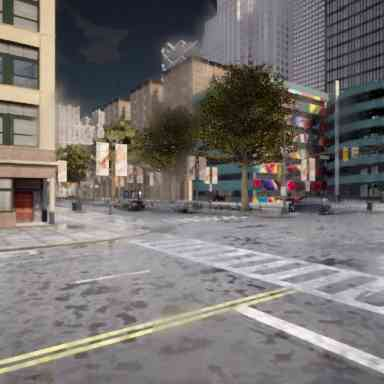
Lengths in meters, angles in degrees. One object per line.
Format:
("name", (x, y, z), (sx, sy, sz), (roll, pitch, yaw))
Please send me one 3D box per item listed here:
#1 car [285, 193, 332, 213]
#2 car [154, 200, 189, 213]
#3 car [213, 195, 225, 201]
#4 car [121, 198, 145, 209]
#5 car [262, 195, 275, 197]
("car", (13.015, 1.346, 36.996), (4.553, 1.767, 2.097), (0, 0, 43))
("car", (-2.350, 1.597, 37.770), (1.895, 1.301, 4.718), (0, 0, -36))
("car", (5.770, 1.404, 79.449), (2.161, 1.482, 4.786), (0, 0, -36))
("car", (-8.152, 1.560, 45.860), (1.994, 1.385, 4.181), (0, 0, -37))
("car", (16.242, 1.310, 71.960), (2.002, 1.452, 4.674), (0, 0, -36))
